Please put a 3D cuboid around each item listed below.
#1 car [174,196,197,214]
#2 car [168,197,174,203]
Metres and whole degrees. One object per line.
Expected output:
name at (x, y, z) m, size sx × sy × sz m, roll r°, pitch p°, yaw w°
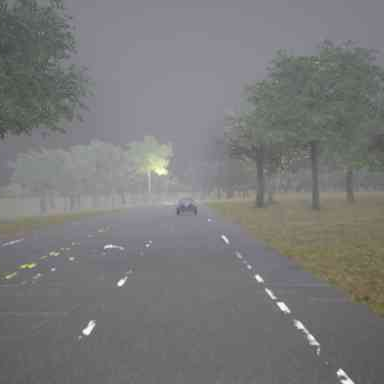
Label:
car at (-0.594, 1.422, 36.379) m, size 2.097 × 1.767 × 4.553 m, roll -2°, pitch 0°, yaw -1°
car at (-4.917, 1.946, 81.101) m, size 2.128 × 1.511 × 4.902 m, roll -2°, pitch 0°, yaw -1°
